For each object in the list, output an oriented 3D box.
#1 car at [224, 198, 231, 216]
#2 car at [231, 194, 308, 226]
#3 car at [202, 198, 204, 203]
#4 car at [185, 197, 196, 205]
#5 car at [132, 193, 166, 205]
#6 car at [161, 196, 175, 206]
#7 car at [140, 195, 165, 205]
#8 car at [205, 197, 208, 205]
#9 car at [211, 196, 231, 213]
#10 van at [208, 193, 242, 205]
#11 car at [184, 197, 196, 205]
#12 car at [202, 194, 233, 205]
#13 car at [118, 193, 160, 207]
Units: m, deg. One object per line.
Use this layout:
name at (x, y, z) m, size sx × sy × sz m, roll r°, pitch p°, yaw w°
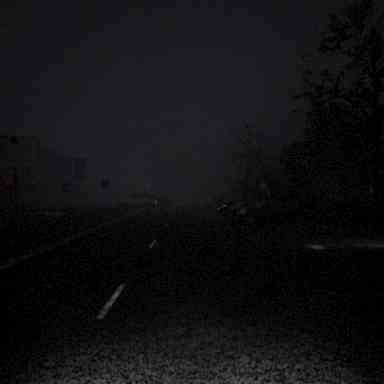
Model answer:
car at (5.041, 1.366, 24.978) m, size 4.674 × 1.452 × 2.002 m, roll 0°, pitch 0°, yaw 0°
car at (5.114, 1.218, 21.807) m, size 4.553 × 1.767 × 2.185 m, roll 0°, pitch 0°, yaw 0°
car at (4.762, 1.252, 56.947) m, size 5.566 × 2.045 × 2.435 m, roll 0°, pitch -1°, yaw -1°
car at (-0.296, 1.537, 56.307) m, size 1.812 × 1.442 × 4.674 m, roll 0°, pitch -1°, yaw 0°
car at (-7.471, 1.281, 58.461) m, size 5.566 × 2.045 × 2.435 m, roll 0°, pitch -1°, yaw -1°
car at (-3.577, 1.476, 51.522) m, size 2.033 × 1.411 × 5.357 m, roll 0°, pitch -1°, yaw 0°
car at (-7.548, 1.549, 64.409) m, size 4.553 × 1.767 × 2.185 m, roll 0°, pitch -1°, yaw -1°
car at (5.049, 1.367, 48.567) m, size 5.366 × 1.575 × 1.946 m, roll 0°, pitch -1°, yaw 0°
car at (4.561, 1.339, 31.841) m, size 4.674 × 1.442 × 1.812 m, roll 0°, pitch -1°, yaw -26°
van at (4.772, 1.114, 45.773) m, size 4.442 × 1.987 × 1.878 m, roll 0°, pitch -1°, yaw -1°
car at (-0.398, 1.737, 66.177) m, size 2.128 × 1.511 × 4.902 m, roll 0°, pitch -2°, yaw 2°
car at (4.689, 1.378, 62.407) m, size 5.566 × 2.045 × 2.435 m, roll 0°, pitch -1°, yaw -1°
car at (-7.570, 1.339, 46.310) m, size 5.366 × 1.575 × 1.946 m, roll 0°, pitch -1°, yaw -1°
